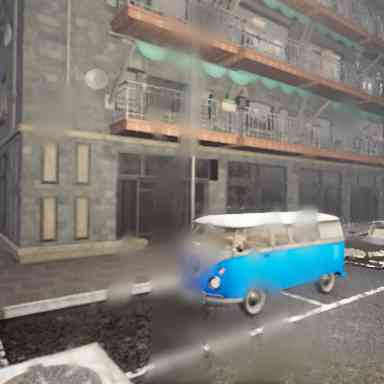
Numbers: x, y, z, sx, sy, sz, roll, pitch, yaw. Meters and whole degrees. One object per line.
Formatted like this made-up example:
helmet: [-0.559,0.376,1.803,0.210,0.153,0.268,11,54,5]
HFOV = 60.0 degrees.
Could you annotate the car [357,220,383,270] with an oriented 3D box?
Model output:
car: [6.270,1.599,10.580,4.403,1.369,2.008,0,1,-36]

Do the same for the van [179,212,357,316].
van: [1.661,1.365,7.279,3.998,1.788,1.690,0,1,-36]
